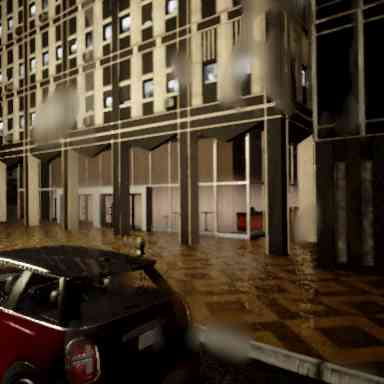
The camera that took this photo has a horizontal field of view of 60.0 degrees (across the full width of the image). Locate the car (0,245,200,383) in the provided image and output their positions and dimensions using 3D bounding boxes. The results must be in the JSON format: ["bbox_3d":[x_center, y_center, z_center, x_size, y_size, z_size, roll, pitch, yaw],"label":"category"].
[{"bbox_3d":[-1.990,1.416,4.315,4.097,1.590,1.967,0,-1,36],"label":"car"}]
